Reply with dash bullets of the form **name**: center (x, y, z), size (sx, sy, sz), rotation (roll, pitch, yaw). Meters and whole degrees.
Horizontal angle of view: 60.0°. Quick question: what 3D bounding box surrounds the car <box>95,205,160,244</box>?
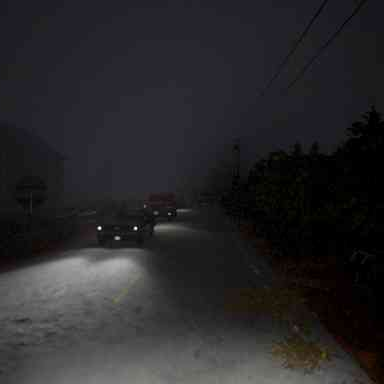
- **car**: center (-2.869, 1.509, 15.339), size (1.895, 1.301, 4.718), rotation (0, 0, 2)

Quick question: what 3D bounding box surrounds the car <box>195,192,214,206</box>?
- **car**: center (1.953, 0.950, 47.011), size (2.150, 2.045, 5.566), rotation (0, 0, 3)

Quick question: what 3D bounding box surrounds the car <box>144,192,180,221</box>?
- **car**: center (-2.389, 1.067, 25.875), size (2.150, 2.045, 5.566), rotation (0, 1, 2)

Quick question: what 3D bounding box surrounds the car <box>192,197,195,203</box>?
- **car**: center (1.545, 1.230, 57.707), size (1.994, 1.385, 4.181), rotation (0, 0, -27)

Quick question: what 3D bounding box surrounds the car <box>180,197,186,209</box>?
- **car**: center (-1.705, 1.309, 40.823), size (2.033, 1.411, 5.357), rotation (0, 0, 3)
